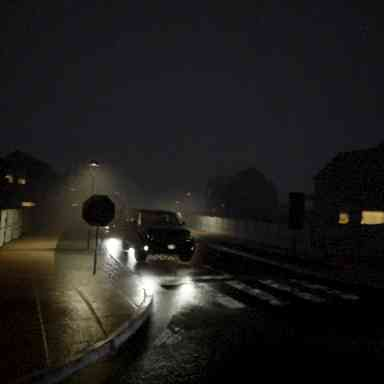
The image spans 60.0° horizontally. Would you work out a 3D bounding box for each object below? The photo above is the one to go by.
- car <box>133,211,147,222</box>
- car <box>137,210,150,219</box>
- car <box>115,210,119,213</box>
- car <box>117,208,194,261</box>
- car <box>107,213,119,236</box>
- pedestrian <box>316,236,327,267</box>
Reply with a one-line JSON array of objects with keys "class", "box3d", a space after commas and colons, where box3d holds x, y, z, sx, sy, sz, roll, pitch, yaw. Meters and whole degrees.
[{"class": "car", "box3d": [-7.889, 3.714, 50.836, 2.033, 1.411, 5.357, 4, -3, -7]}, {"class": "car", "box3d": [-8.915, 4.159, 61.344, 2.033, 1.411, 5.357, 4, -3, -4]}, {"class": "car", "box3d": [-8.602, 2.847, 38.222, 2.097, 1.767, 4.553, 4, -3, -12]}, {"class": "car", "box3d": [-1.723, 1.798, 15.018, 2.150, 2.045, 5.566, 4, -4, -21]}, {"class": "car", "box3d": [-5.366, 2.589, 25.542, 1.895, 1.301, 4.718, 4, -3, -16]}, {"class": "pedestrian", "box3d": [5.133, 1.987, 13.067, 0.375, 1.860, 0.375, 4, -3, -22]}]
